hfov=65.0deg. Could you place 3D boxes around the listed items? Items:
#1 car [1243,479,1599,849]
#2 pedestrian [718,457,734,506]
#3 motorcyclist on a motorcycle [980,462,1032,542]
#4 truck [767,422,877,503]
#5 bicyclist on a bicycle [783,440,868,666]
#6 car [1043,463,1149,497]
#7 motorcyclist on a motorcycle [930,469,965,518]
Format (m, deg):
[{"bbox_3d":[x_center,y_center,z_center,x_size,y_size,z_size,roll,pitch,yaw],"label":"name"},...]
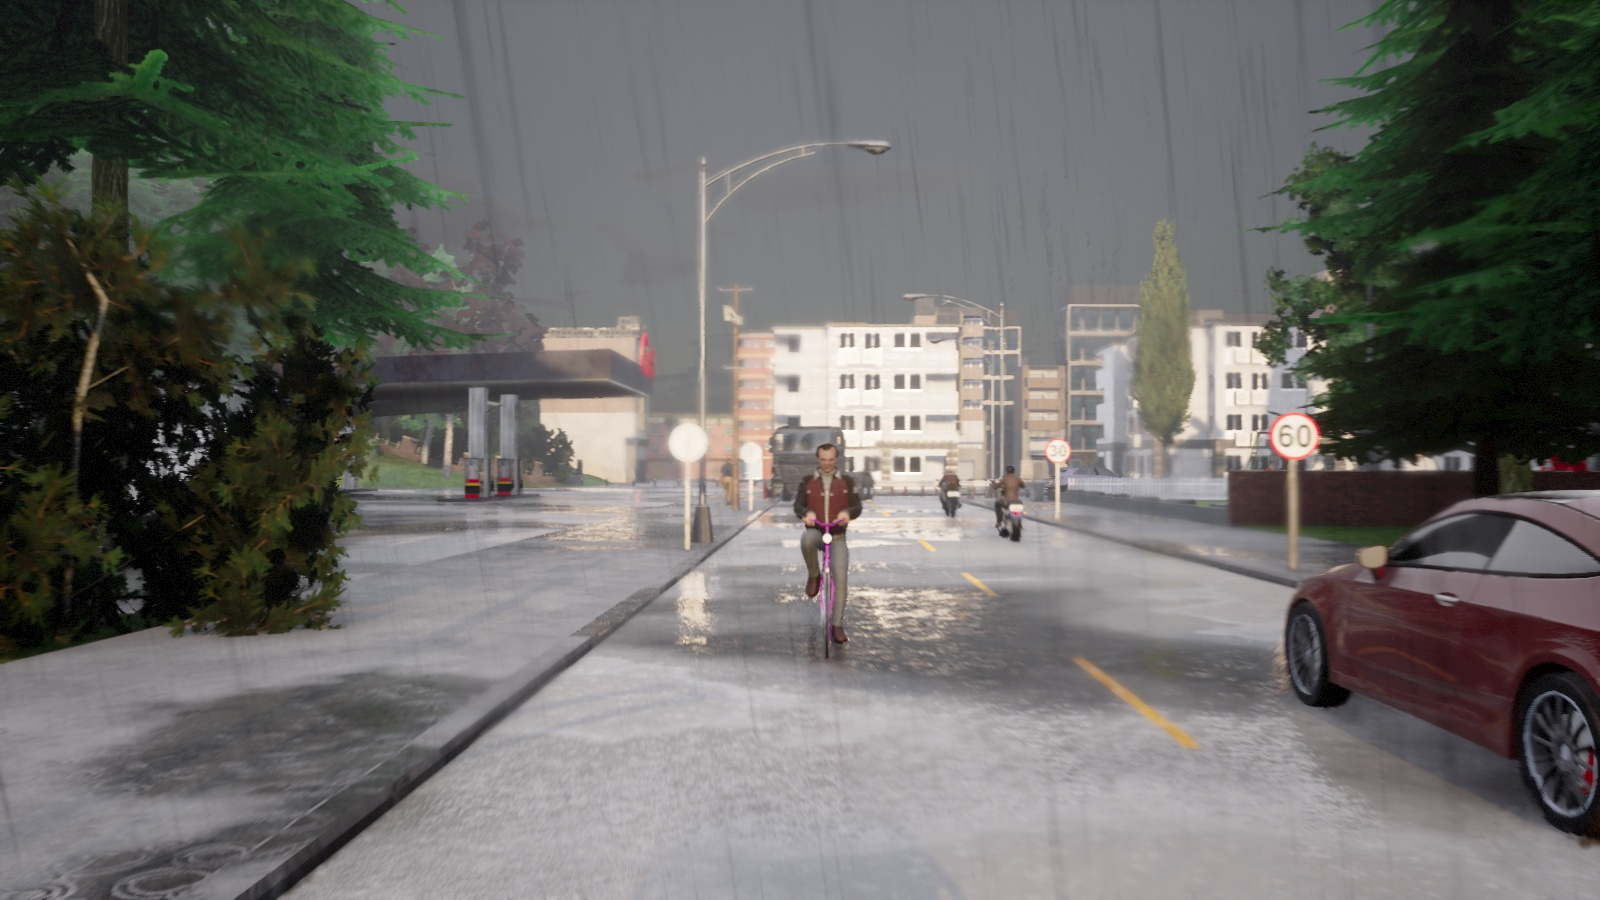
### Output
[{"bbox_3d":[4.151,0.907,6.951,1.812,1.442,4.674,0,-1,1],"label":"car"},{"bbox_3d":[-2.805,1.177,47.741,0.540,1.848,0.694,0,-1,2],"label":"pedestrian"},{"bbox_3d":[4.482,1.105,27.425,0.766,1.649,2.350,0,-1,1],"label":"motorcyclist on a motorcycle"},{"bbox_3d":[1.142,0.599,57.648,2.891,3.462,7.936,-1,-1,18],"label":"truck"},{"bbox_3d":[0.215,0.825,10.816,0.659,1.776,1.843,0,-1,1],"label":"bicyclist on a bicycle"},{"bbox_3d":[15.040,1.522,63.984,4.856,1.649,2.033,0,-1,-4],"label":"car"},{"bbox_3d":[4.682,1.358,39.940,0.866,1.530,2.191,0,-1,1],"label":"motorcyclist on a motorcycle"}]
